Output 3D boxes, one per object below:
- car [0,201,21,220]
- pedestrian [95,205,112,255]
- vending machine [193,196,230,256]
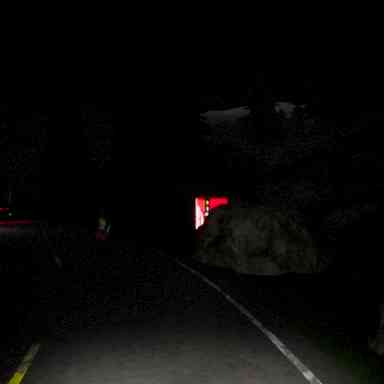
[{"bbox_3d":[-15.339,1.487,26.763,2.128,1.511,4.902,0,0,-44],"label":"car"},{"bbox_3d":[-3.152,1.292,11.957,0.375,1.860,0.375,0,0,-27],"label":"pedestrian"},{"bbox_3d":[0.727,1.193,12.364,1.100,2.100,0.880,0,0,-24],"label":"vending machine"}]
